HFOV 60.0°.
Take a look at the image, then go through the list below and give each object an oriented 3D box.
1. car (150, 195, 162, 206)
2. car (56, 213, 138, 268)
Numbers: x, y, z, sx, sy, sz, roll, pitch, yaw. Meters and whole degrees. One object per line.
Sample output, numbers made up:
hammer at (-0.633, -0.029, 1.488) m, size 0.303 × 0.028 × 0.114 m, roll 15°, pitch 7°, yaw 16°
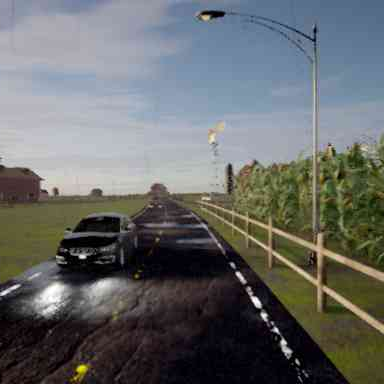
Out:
car at (-6.062, 1.628, 56.260) m, size 1.812 × 1.442 × 4.674 m, roll 1°, pitch 0°, yaw -5°
car at (-3.030, 1.520, 11.456) m, size 1.837 × 1.490 × 4.892 m, roll 0°, pitch 0°, yaw -1°
